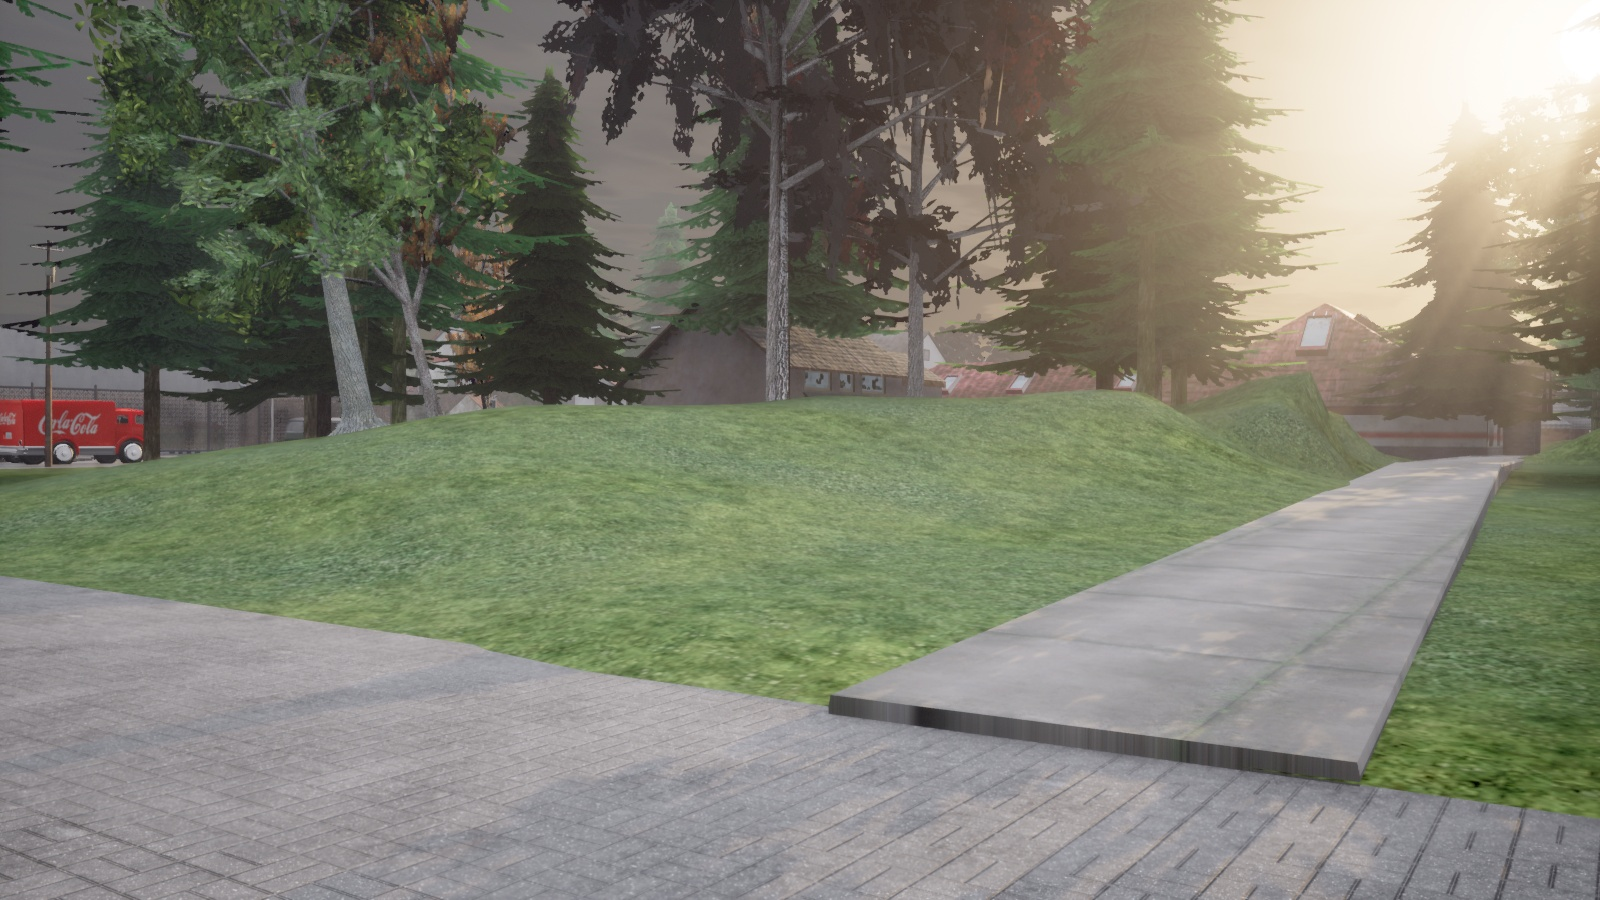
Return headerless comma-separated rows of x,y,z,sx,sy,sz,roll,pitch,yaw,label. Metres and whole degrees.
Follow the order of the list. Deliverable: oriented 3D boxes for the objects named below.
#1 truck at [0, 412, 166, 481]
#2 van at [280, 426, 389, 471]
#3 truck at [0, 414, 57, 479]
-27.380,-0.159,47.754,2.627,2.467,5.204,0,1,34,truck
-21.139,-0.104,57.161,1.775,1.987,4.442,0,1,33,van
-31.899,-0.124,48.174,2.627,2.467,5.204,0,1,34,truck
